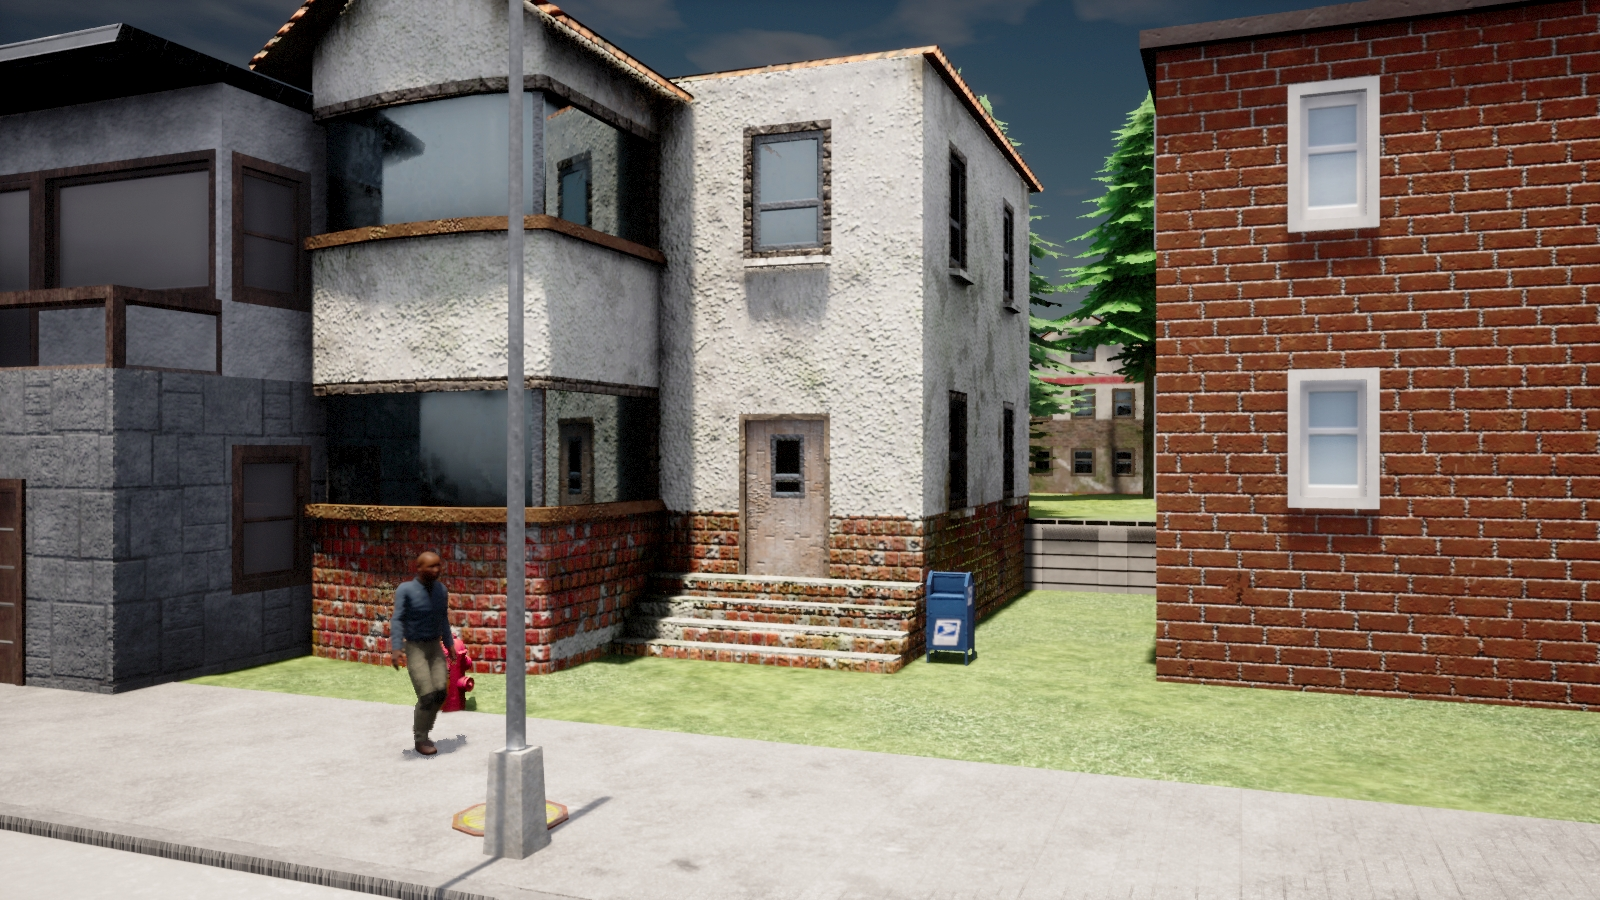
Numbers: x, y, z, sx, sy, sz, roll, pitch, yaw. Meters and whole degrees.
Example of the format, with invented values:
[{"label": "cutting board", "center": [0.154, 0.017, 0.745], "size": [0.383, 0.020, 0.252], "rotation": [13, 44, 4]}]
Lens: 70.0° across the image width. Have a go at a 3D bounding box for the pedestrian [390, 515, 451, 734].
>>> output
[{"label": "pedestrian", "center": [-3.366, 1.524, 10.137], "size": [0.375, 1.860, 0.375], "rotation": [0, 0, 38]}]
